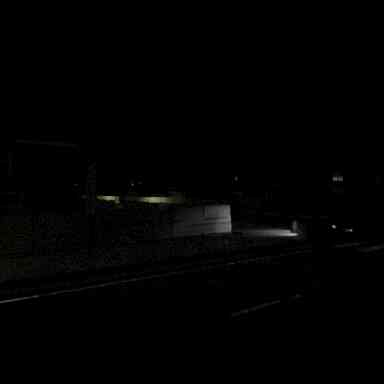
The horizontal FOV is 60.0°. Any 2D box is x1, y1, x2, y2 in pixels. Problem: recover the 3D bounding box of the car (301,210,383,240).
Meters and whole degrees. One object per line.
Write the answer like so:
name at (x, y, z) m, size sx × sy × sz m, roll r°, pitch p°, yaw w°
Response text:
car at (8.025, 1.550, 15.850) m, size 5.357 × 1.411 × 2.033 m, roll 0°, pitch 0°, yaw 21°
